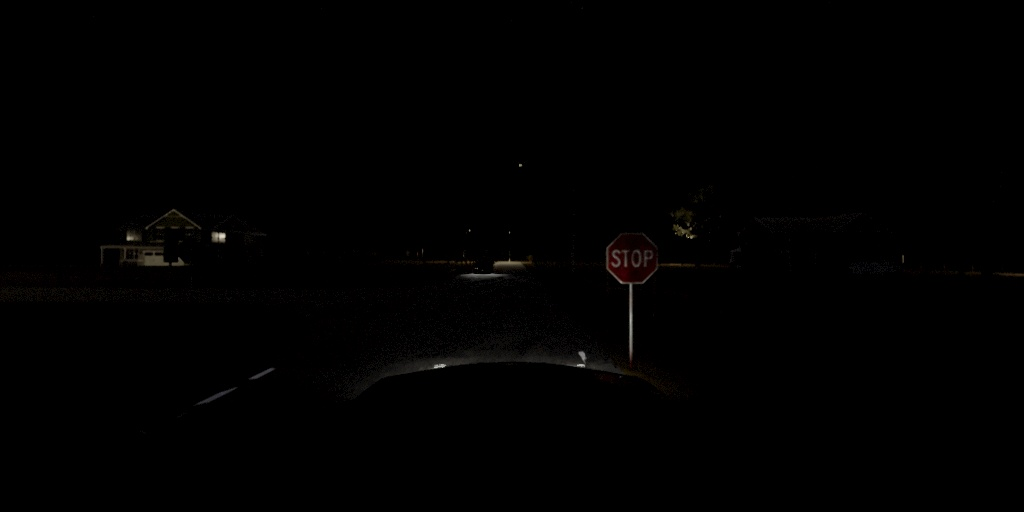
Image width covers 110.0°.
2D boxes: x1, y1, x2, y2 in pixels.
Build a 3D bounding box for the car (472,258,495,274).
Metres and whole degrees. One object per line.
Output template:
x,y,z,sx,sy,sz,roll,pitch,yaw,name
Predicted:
-2.732,0.974,35.447,1.837,1.490,4.892,0,2,0,car
